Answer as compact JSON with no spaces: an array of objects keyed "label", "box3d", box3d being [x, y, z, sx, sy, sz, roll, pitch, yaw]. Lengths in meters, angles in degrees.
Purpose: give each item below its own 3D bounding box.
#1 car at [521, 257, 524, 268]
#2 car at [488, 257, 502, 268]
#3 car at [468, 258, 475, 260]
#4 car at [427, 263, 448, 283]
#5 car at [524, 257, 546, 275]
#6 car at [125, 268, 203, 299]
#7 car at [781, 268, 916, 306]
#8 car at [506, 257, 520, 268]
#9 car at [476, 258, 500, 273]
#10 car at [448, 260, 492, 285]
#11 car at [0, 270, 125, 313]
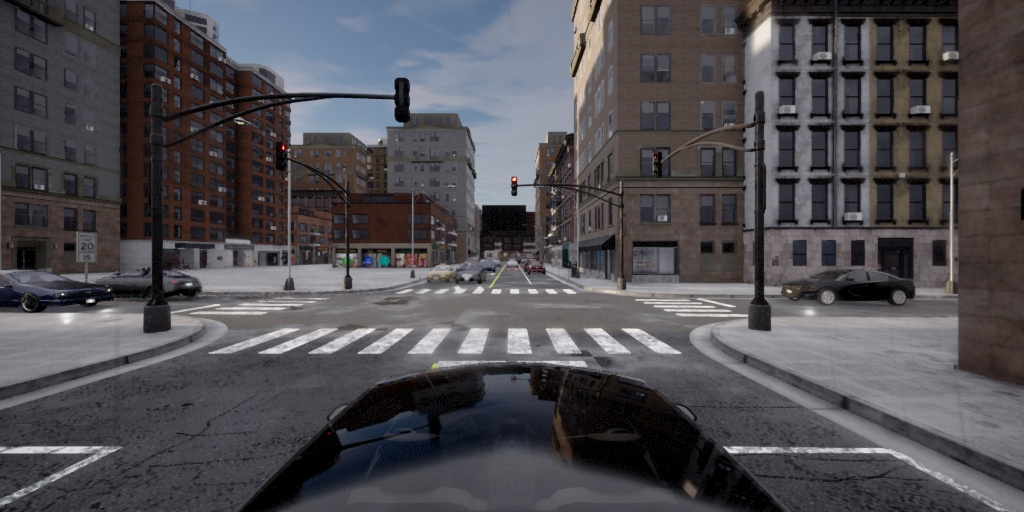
[{"label":"car","box3d":[2.609,1.066,45.089,2.192,1.841,5.009,0,0,0]},{"label":"car","box3d":[-2.792,1.282,62.050,1.812,1.442,4.674,0,0,0]},{"label":"car","box3d":[-5.416,1.302,45.084,2.007,1.370,4.403,0,0,0]},{"label":"car","box3d":[-5.405,1.276,27.928,1.751,1.417,4.829,0,0,0]},{"label":"car","box3d":[2.613,1.191,39.427,1.967,1.591,4.097,0,0,0]},{"label":"car","box3d":[-16.488,1.239,16.035,4.181,1.385,1.994,0,0,-2]},{"label":"car","box3d":[14.763,1.310,15.905,5.008,1.535,1.882,0,0,-1]},{"label":"car","box3d":[0.064,1.279,61.925,1.812,1.442,4.674,0,0,0]},{"label":"car","box3d":[-2.876,1.299,43.303,2.033,1.411,5.357,0,0,0]},{"label":"car","box3d":[-2.920,1.242,26.237,2.128,1.511,4.902,0,0,2]},{"label":"car","box3d":[-17.810,1.216,12.894,5.357,1.411,2.033,0,0,0]}]
